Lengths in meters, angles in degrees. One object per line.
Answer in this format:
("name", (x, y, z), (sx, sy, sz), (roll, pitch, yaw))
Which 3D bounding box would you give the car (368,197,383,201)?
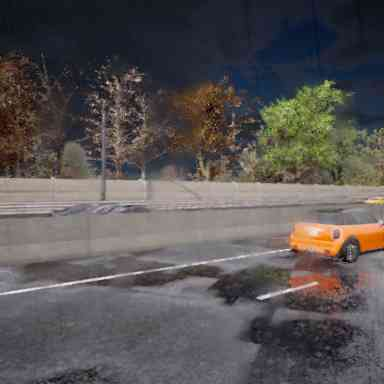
("car", (27.576, 1.555, 49.407), (5.008, 1.535, 1.882), (0, 0, -35))

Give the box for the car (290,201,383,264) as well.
("car", (5.689, 1.362, 12.106), (4.553, 1.767, 2.097), (0, 0, -36))

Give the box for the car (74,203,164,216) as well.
("car", (-3.704, 1.511, 18.547), (4.892, 1.490, 1.837), (0, 0, -35))

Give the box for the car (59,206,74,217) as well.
("car", (-5.620, 1.498, 21.478), (4.902, 1.511, 2.128), (0, 0, -36))

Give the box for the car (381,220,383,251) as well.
("car", (7.283, 1.514, 8.942), (4.892, 1.490, 1.837), (0, 0, -36))

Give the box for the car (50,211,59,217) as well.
("car", (-8.042, 1.570, 24.049), (4.181, 1.385, 1.994), (0, 0, -35))
